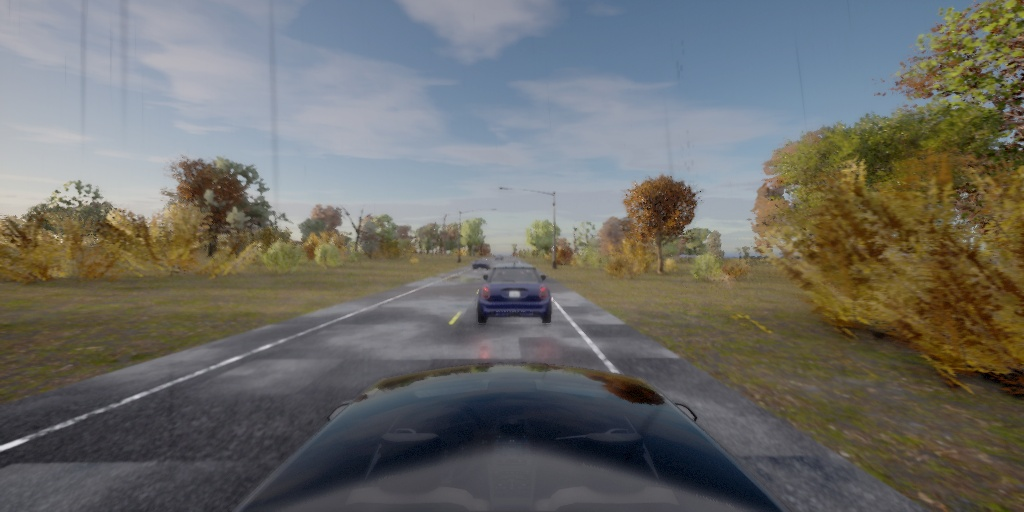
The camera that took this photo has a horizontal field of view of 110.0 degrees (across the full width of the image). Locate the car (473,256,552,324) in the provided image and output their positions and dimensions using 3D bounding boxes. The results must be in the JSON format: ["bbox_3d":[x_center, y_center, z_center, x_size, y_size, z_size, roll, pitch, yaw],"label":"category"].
[{"bbox_3d":[0.079,1.020,11.776,2.097,1.767,4.553,0,1,0],"label":"car"}]
